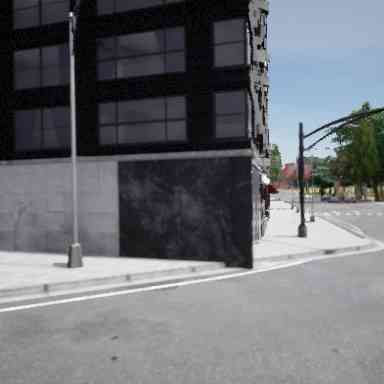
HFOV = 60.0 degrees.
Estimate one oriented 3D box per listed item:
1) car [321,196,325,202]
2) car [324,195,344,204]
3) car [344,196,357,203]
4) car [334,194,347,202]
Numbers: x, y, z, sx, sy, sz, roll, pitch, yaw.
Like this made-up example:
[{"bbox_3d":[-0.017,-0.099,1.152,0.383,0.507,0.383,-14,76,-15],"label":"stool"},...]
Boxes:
[{"bbox_3d":[33.297,1.642,82.681,1.882,1.535,5.008,-1,-1,13],"label":"car"},{"bbox_3d":[30.999,1.800,72.514,2.033,1.411,5.357,-1,-1,13],"label":"car"},{"bbox_3d":[34.253,1.763,72.171,1.994,1.385,4.181,-1,-1,13],"label":"car"},{"bbox_3d":[36.458,1.466,81.936,2.097,1.767,4.553,-1,-1,13],"label":"car"}]
